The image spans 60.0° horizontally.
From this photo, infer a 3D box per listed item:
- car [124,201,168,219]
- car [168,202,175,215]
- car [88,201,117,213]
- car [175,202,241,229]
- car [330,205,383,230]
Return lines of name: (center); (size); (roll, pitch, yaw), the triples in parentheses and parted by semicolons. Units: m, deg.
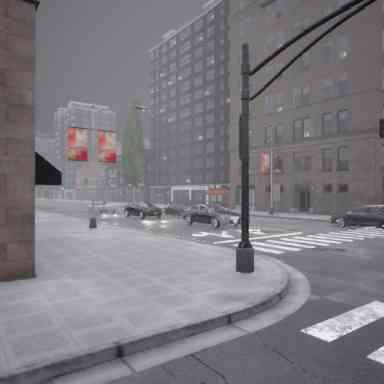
car: (-4.578, 1.579, 30.634); (1.882, 1.535, 5.008); (0, 0, -35)
car: (-1.045, 1.651, 31.628); (2.033, 1.411, 5.357); (0, 0, -36)
car: (-10.480, 1.741, 38.868); (1.895, 1.301, 4.718); (0, 0, -36)
car: (1.246, 1.554, 22.524); (2.128, 1.511, 4.902); (0, 0, -36)
car: (10.991, 1.550, 20.444); (1.837, 1.490, 4.892); (0, 0, -36)
